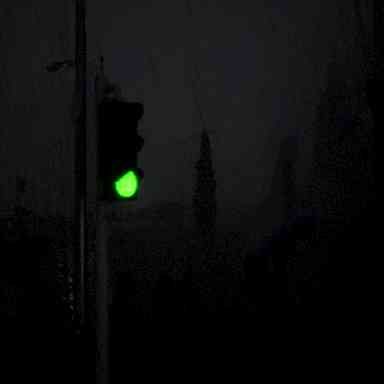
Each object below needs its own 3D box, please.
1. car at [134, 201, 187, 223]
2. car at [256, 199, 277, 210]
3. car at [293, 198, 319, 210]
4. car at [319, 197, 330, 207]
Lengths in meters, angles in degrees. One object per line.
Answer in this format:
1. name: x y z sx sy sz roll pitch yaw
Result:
1. car: -2.421 1.507 26.505 1.882 1.535 5.008 0 1 36
2. car: 10.045 1.592 43.908 1.994 1.385 4.181 0 0 36
3. car: 14.483 1.526 43.058 1.837 1.490 4.892 0 0 36
4. car: 20.492 1.512 51.553 2.128 1.511 4.902 0 0 36
